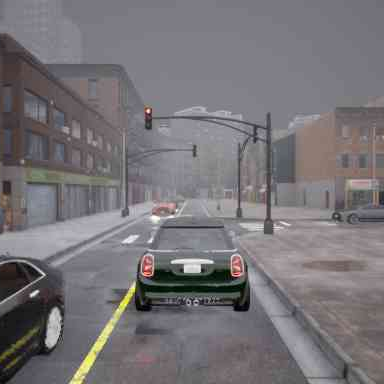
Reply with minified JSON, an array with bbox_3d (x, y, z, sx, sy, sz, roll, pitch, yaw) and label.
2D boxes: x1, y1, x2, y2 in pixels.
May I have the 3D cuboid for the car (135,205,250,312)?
[{"bbox_3d":[0.022,1.351,7.894,2.097,1.767,4.553,0,0,0],"label":"car"}]

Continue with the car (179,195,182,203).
[{"bbox_3d":[-2.770,1.561,45.572,2.033,1.411,5.357,0,0,0],"label":"car"}]

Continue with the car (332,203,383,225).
[{"bbox_3d":[12.054,1.488,23.220,4.181,1.385,1.994,0,0,0],"label":"car"}]

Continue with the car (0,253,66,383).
[{"bbox_3d":[-2.845,1.504,3.272,1.837,1.490,4.892,0,0,0],"label":"car"}]

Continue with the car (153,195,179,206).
[{"bbox_3d":[-2.791,1.358,33.887,2.097,1.767,4.553,0,0,0],"label":"car"}]

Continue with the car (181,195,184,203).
[{"bbox_3d":[-2.648,1.395,67.839,2.097,1.767,4.553,0,0,1],"label":"car"}]
